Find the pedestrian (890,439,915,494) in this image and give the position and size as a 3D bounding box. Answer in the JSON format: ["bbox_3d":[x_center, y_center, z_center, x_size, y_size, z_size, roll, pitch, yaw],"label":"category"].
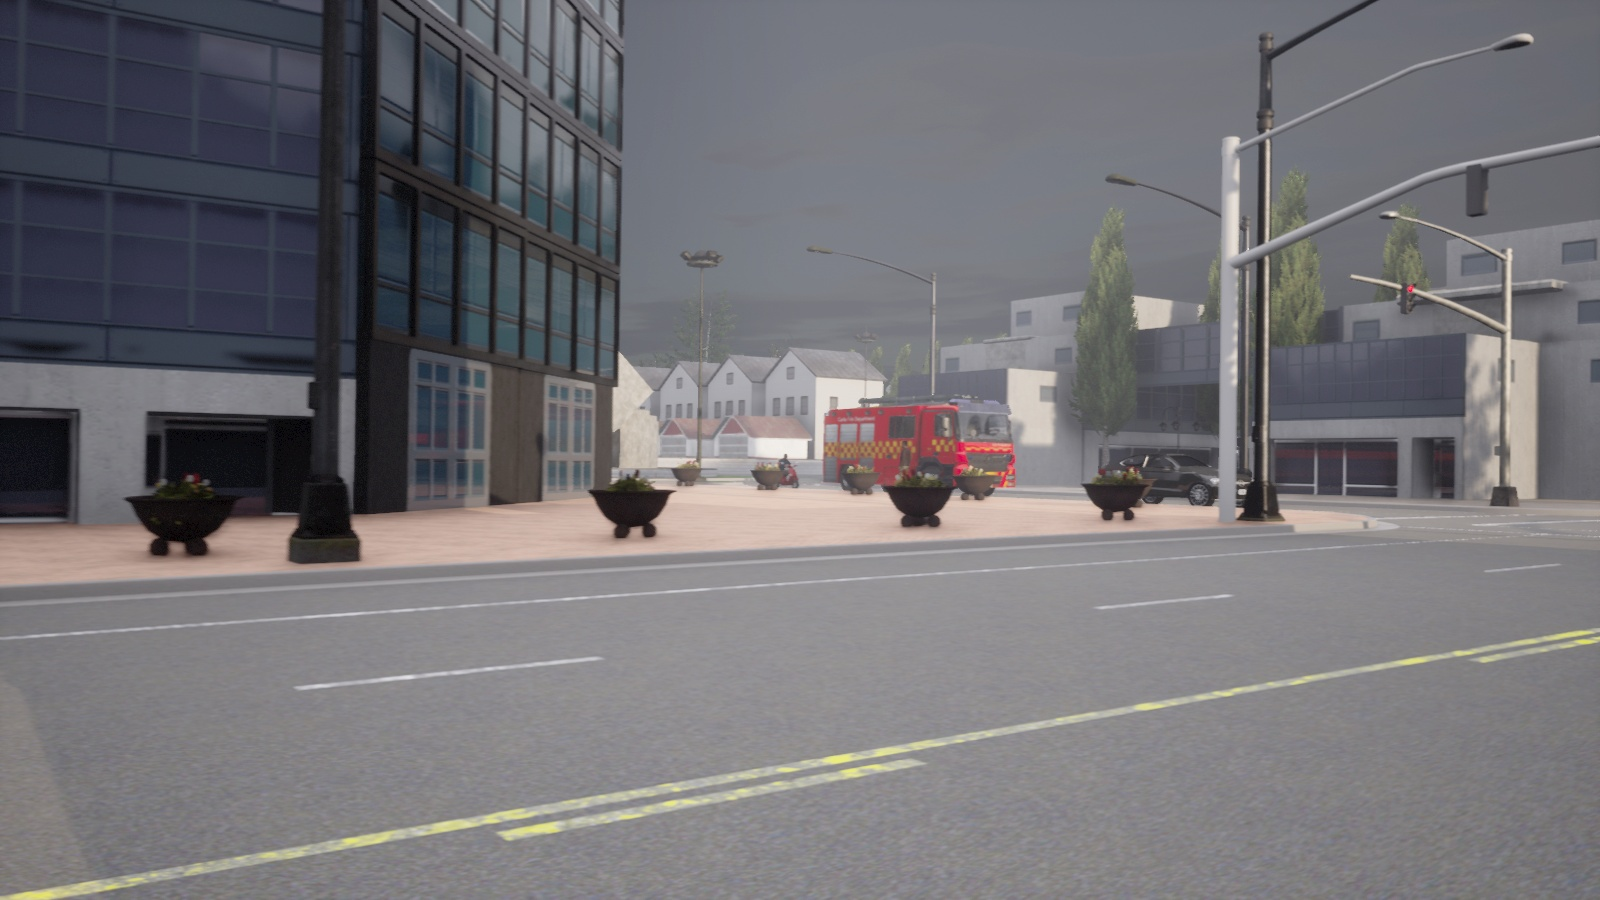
[{"bbox_3d":[3.456,0.566,42.423,0.703,1.840,0.431,0,-1,33],"label":"pedestrian"}]

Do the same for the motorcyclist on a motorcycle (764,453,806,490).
[{"bbox_3d":[-0.684,0.953,55.179,0.866,1.590,1.817,1,-1,-40],"label":"motorcyclist on a motorcycle"}]

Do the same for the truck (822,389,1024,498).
[{"bbox_3d":[4.495,-0.191,48.091,2.891,3.827,8.468,1,-1,-34],"label":"truck"}]

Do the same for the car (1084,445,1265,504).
[{"bbox_3d":[11.284,0.712,38.147,2.152,1.651,5.027,1,-1,-34],"label":"car"}]
